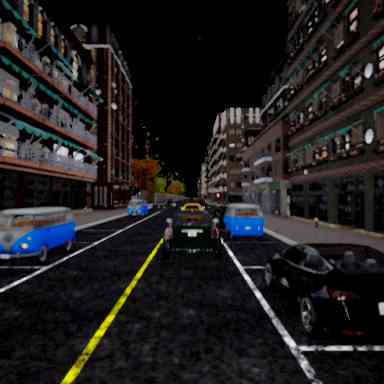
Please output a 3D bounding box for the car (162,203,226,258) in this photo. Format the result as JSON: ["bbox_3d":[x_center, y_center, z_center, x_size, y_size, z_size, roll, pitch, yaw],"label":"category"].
[{"bbox_3d":[0.021,1.489,13.443,2.097,1.767,4.553,0,-1,0],"label":"car"}]

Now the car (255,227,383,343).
[{"bbox_3d":[2.695,1.633,6.575,1.947,1.339,4.313,0,-1,0],"label":"car"}]

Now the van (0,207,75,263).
[{"bbox_3d":[-5.685,1.466,12.239,1.690,1.788,3.998,0,-1,0],"label":"van"}]

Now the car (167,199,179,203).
[{"bbox_3d":[-3.027,2.133,59.562,2.128,1.511,4.902,0,-1,0],"label":"car"}]

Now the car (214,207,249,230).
[{"bbox_3d":[2.692,1.809,23.561,1.947,1.339,4.313,0,-1,0],"label":"car"}]

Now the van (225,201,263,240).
[{"bbox_3d":[2.694,1.525,17.903,1.690,1.788,3.998,0,-1,0],"label":"van"}]

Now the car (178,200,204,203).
[{"bbox_3d":[0.025,1.781,29.259,1.882,1.535,5.008,0,0,0],"label":"car"}]

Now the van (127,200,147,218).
[{"bbox_3d":[-5.689,1.706,34.885,1.690,1.788,3.998,0,-1,0],"label":"van"}]

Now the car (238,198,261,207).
[{"bbox_3d":[13.456,2.452,77.610,5.009,1.841,2.192,1,-2,-1],"label":"car"}]

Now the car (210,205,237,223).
[{"bbox_3d":[2.691,1.870,29.224,1.947,1.339,4.313,0,-1,0],"label":"car"}]

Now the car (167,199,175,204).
[{"bbox_3d":[-5.700,2.569,89.929,1.947,1.339,4.313,0,-1,0],"label":"car"}]
